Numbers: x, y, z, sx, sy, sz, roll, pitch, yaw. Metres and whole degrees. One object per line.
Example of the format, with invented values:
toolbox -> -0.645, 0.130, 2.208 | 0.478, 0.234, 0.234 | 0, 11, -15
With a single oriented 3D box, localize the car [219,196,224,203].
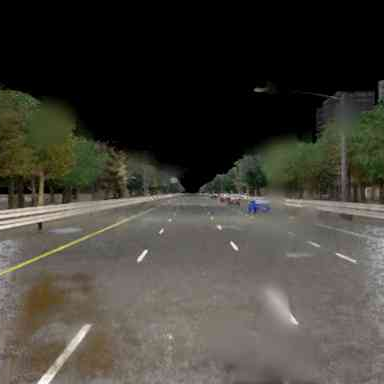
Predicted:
car -> 7.098, 1.520, 73.140 | 1.882, 1.535, 5.008 | 0, 0, 0

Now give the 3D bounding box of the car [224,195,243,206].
car -> 7.043, 1.550, 57.144 | 1.812, 1.442, 4.674 | 0, 0, 0

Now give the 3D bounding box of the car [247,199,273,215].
car -> 7.012, 1.498, 34.627 | 1.882, 1.535, 5.008 | 0, 0, 0
